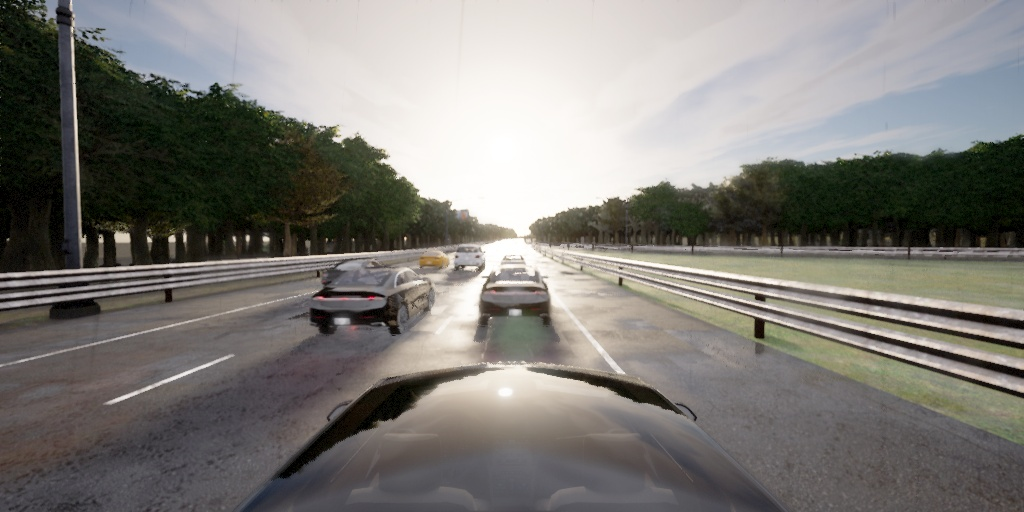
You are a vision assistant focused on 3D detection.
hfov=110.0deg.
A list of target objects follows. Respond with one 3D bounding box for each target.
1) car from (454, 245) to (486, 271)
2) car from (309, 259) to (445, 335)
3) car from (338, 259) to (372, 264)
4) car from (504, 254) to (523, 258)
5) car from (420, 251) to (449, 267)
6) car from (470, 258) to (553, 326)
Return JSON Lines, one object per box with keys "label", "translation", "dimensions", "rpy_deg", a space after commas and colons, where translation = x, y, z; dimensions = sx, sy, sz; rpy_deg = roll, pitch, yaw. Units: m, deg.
{"label": "car", "translation": [-3.398, 0.124, 29.780], "dimensions": [2.150, 2.045, 5.566], "rpy_deg": [0, 2, 0]}
{"label": "car", "translation": [-3.420, 1.025, 9.655], "dimensions": [2.128, 1.511, 4.902], "rpy_deg": [0, 2, 0]}
{"label": "car", "translation": [-6.900, 0.851, 16.436], "dimensions": [1.812, 1.442, 4.674], "rpy_deg": [0, 2, 0]}
{"label": "car", "translation": [0.101, 0.523, 29.169], "dimensions": [1.895, 1.301, 4.718], "rpy_deg": [0, 2, 0]}
{"label": "car", "translation": [-6.896, 0.298, 32.267], "dimensions": [1.882, 1.535, 5.008], "rpy_deg": [0, 2, 0]}
{"label": "car", "translation": [0.085, 0.998, 10.567], "dimensions": [2.128, 1.511, 4.902], "rpy_deg": [0, 2, 0]}
